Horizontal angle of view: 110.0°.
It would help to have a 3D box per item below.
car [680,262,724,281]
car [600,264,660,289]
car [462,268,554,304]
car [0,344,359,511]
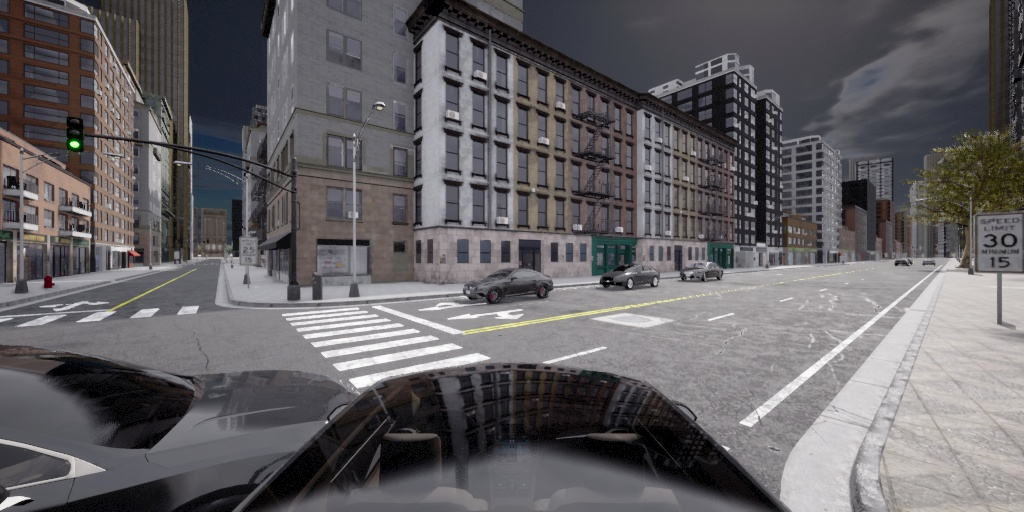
[{"bbox_3d":[15.615,1.236,29.451,4.902,1.511,2.128,0,0,-39],"label":"car"},{"bbox_3d":[7.616,1.258,22.968,4.892,1.490,1.837,0,0,-39],"label":"car"},{"bbox_3d":[-0.066,1.287,16.731,4.674,1.442,1.812,0,0,-39],"label":"car"},{"bbox_3d":[-3.225,1.257,1.754,4.892,1.490,1.837,0,0,-35],"label":"car"}]
